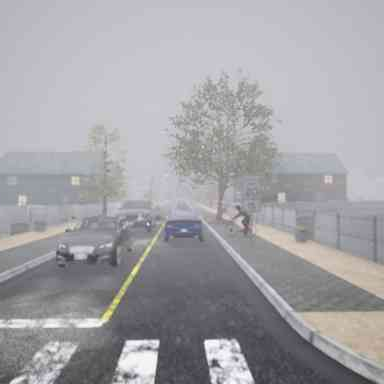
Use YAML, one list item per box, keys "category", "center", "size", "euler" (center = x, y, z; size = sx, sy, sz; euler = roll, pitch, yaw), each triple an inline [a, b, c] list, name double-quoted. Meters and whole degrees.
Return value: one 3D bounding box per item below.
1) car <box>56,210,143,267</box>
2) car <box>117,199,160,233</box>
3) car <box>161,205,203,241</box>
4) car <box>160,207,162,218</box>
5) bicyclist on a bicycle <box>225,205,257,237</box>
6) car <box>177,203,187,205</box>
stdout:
- category: "car"
  center: [-3.219, 1.599, 11.851]
  size: [2.128, 1.511, 4.902]
  euler: [0, -1, -2]
- category: "car"
  center: [-3.546, 1.473, 21.870]
  size: [2.150, 2.045, 5.566]
  euler: [0, -1, -2]
- category: "car"
  center: [-0.457, 1.675, 17.922]
  size: [1.882, 1.535, 5.008]
  euler: [0, -1, -2]
- category: "car"
  center: [-3.880, 1.952, 32.540]
  size: [2.033, 1.411, 5.357]
  euler: [0, -1, -1]
- category: "bicyclist on a bicycle"
  center: [2.484, 1.487, 16.910]
  size: [1.656, 1.620, 0.582]
  euler: [0, -1, -2]
- category: "car"
  center: [-1.283, 2.102, 42.989]
  size: [2.033, 1.411, 5.357]
  euler: [0, -1, -2]
